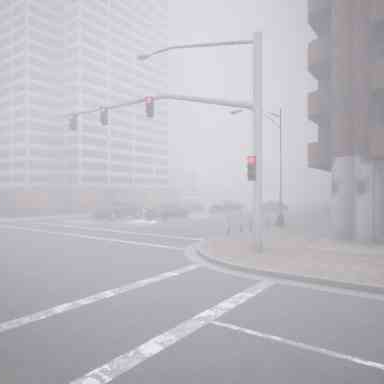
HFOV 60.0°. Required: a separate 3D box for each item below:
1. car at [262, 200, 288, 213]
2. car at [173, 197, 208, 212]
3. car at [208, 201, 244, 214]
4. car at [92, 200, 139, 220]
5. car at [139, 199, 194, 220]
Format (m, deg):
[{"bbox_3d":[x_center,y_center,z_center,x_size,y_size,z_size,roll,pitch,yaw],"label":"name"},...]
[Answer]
[{"bbox_3d":[9.485,1.564,37.946,1.994,1.385,4.181,0,0,35],"label":"car"},{"bbox_3d":[-0.474,1.564,36.265,1.994,1.385,4.181,0,0,35],"label":"car"},{"bbox_3d":[3.788,1.601,36.235,1.895,1.301,4.718,0,0,35],"label":"car"},{"bbox_3d":[-6.192,1.505,28.138,1.837,1.490,4.892,0,0,35],"label":"car"},{"bbox_3d":[-2.082,1.564,27.899,1.994,1.385,4.181,0,0,35],"label":"car"}]
